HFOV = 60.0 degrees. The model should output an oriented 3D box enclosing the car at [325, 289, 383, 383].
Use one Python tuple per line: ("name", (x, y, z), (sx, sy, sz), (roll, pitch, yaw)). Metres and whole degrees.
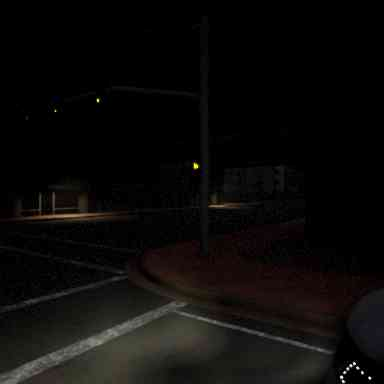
("car", (3.559, 1.222, 1.456), (5.566, 2.045, 2.150), (0, 0, 36))
